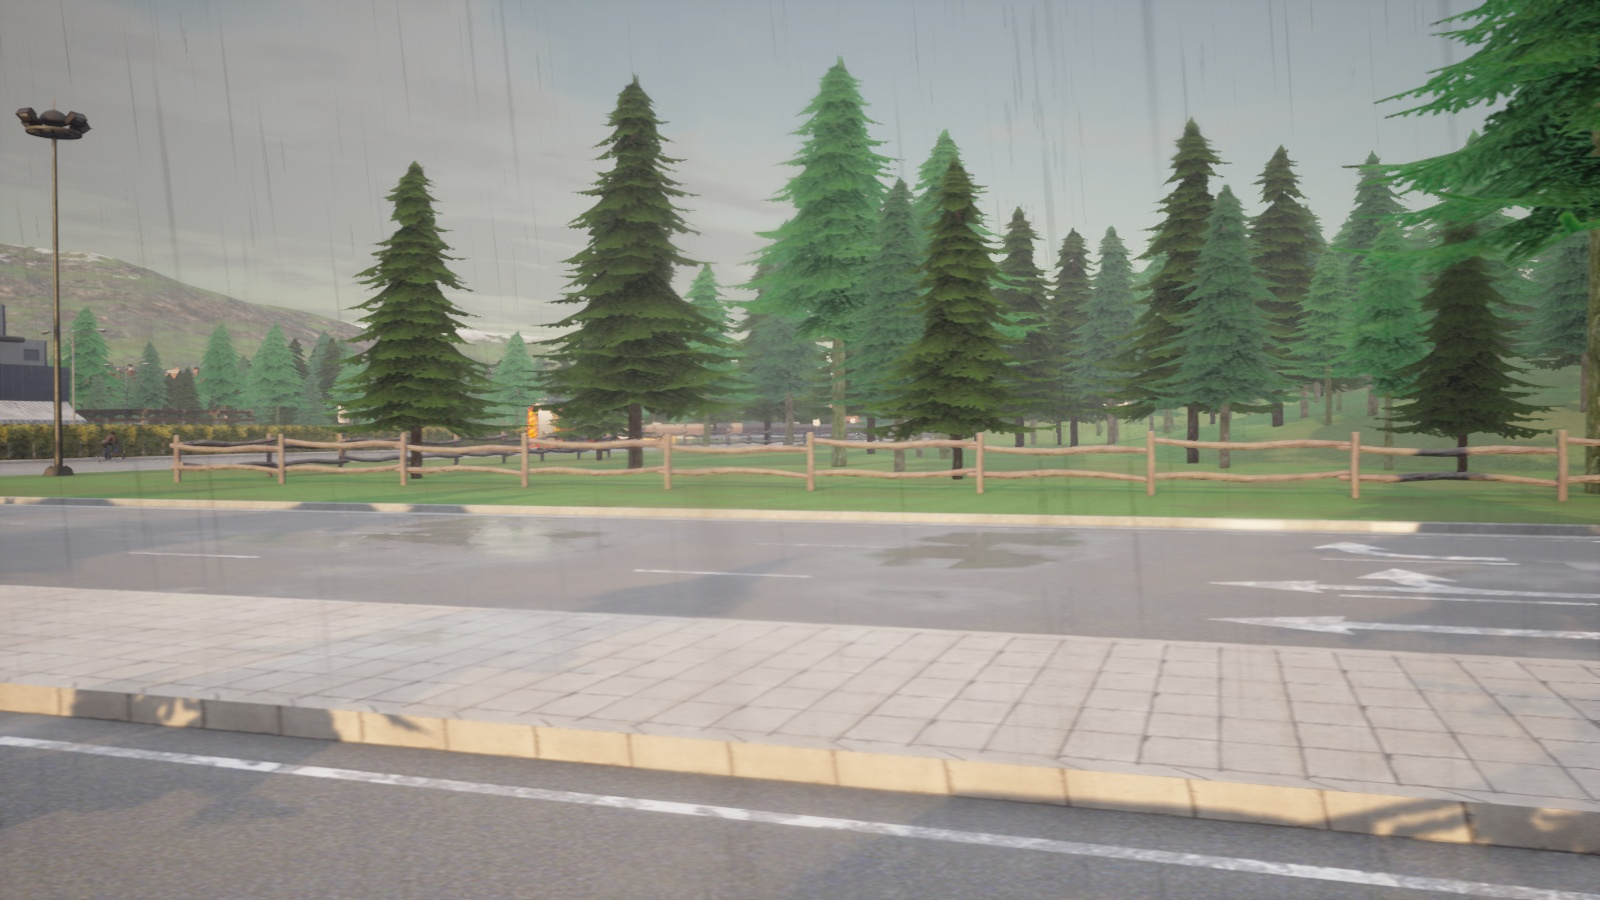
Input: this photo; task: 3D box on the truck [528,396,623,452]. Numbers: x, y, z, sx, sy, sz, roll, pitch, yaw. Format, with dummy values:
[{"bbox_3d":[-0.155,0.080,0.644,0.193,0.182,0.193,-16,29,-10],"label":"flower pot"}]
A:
[{"bbox_3d":[-16.036,-1.853,90.413,2.891,3.827,8.468,1,1,19],"label":"truck"}]
